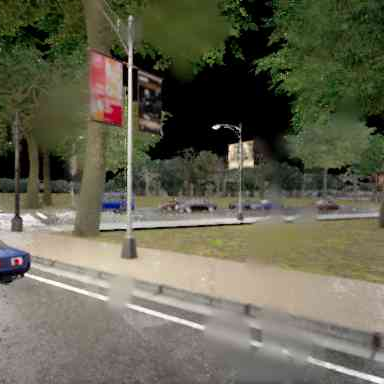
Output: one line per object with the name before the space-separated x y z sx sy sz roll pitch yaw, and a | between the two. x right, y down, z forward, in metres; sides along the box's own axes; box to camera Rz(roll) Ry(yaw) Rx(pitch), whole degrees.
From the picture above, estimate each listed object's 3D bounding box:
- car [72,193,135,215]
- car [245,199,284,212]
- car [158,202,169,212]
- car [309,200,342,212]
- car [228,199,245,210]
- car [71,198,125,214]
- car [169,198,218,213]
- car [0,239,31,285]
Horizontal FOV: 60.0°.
car | -8.104 1.110 30.853 5.566 2.045 2.150 1 0 -31
car | 9.338 1.627 41.284 4.674 1.442 1.812 1 0 -31
car | -1.680 1.480 38.482 4.674 1.442 1.812 1 0 -31
car | 16.694 1.732 41.675 4.674 1.442 1.812 1 0 -31
car | 6.809 1.624 43.560 4.181 1.385 1.994 1 0 -31
car | -9.515 1.352 33.795 4.902 1.511 2.128 1 0 -31
car | 0.476 1.483 35.988 4.902 1.511 2.128 1 0 -31
car | -5.949 1.506 7.970 4.718 1.301 1.895 1 0 36
